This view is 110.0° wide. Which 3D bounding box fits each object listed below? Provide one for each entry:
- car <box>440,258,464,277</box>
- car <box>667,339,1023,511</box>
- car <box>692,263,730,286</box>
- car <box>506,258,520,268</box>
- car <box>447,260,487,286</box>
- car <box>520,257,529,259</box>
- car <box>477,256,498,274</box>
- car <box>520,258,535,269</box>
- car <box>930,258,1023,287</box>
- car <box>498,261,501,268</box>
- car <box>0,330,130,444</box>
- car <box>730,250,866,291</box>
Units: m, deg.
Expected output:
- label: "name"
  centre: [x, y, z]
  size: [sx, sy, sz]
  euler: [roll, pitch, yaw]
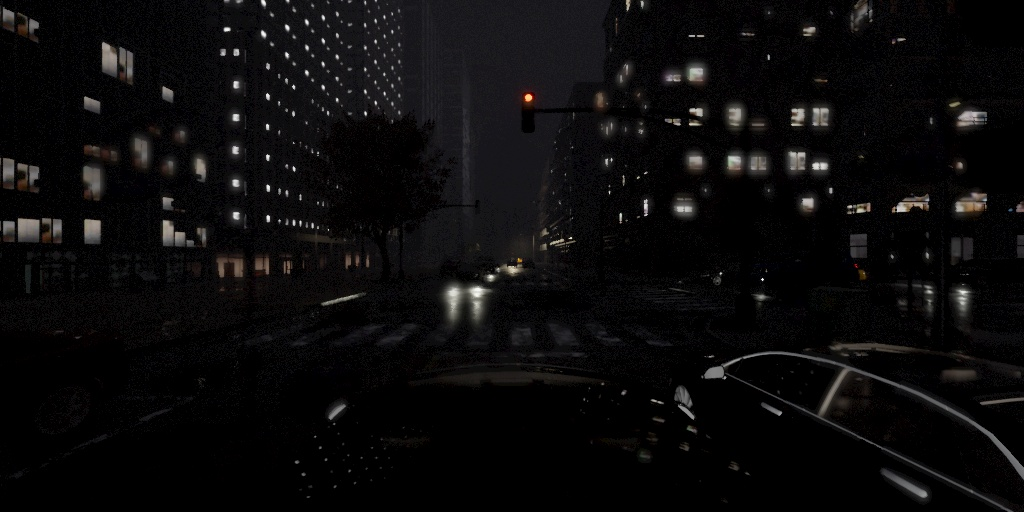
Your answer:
- label: "car"
  centre: [-5.676, 1.079, 34.990]
  size: [2.192, 1.841, 5.009]
  euler: [0, 0, 0]
- label: "car"
  centre: [2.689, 1.300, 2.598]
  size: [2.007, 1.370, 4.403]
  euler: [0, 0, 0]
- label: "car"
  centre: [13.444, 1.095, 22.009]
  size: [4.403, 1.370, 2.007]
  euler: [0, 0, -1]
- label: "car"
  centre: [0.028, 1.285, 64.309]
  size: [2.128, 1.511, 4.902]
  euler: [0, 0, 0]
- label: "car"
  centre: [-3.087, 1.235, 25.737]
  size: [1.882, 1.535, 5.008]
  euler: [0, 0, 0]
- label: "car"
  centre: [2.718, 1.316, 62.769]
  size: [1.751, 1.417, 4.829]
  euler: [0, 0, 0]
- label: "car"
  centre: [-3.082, 0.990, 41.038]
  size: [2.150, 2.045, 5.566]
  euler: [0, 0, 0]
- label: "car"
  centre: [2.716, 1.350, 57.077]
  size: [1.948, 1.339, 4.313]
  euler: [0, 0, 0]
- label: "car"
  centre: [25.873, 0.879, 19.538]
  size: [4.892, 1.490, 1.837]
  euler: [-1, 0, -1]
- label: "car"
  centre: [-3.032, 1.315, 61.624]
  size: [1.812, 1.442, 4.674]
  euler: [0, 0, 0]
- label: "car"
  centre: [-5.692, 1.295, 2.602]
  size: [1.888, 1.381, 4.507]
  euler: [0, 0, 0]
- label: "car"
  centre: [15.434, 0.740, 19.440]
  size: [5.566, 2.045, 2.150]
  euler: [-1, 0, -1]
